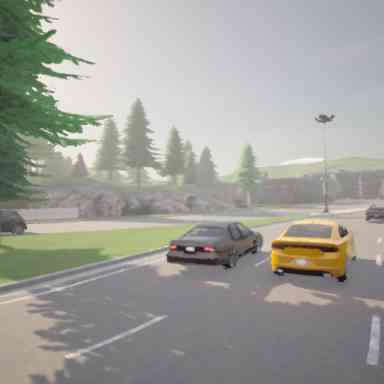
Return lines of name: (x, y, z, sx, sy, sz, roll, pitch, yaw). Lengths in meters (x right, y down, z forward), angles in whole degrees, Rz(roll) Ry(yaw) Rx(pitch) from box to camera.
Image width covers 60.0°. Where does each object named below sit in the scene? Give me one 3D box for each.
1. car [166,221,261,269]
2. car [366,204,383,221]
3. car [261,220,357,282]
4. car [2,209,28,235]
car: (1.083, 1.754, 12.053, 2.033, 1.411, 5.357, -1, -1, 27)
car: (16.569, 1.751, 28.914, 2.128, 1.511, 4.902, -2, -1, 41)
car: (3.967, 1.609, 10.432, 1.882, 1.535, 5.008, -1, -1, 30)
car: (-13.376, 1.964, 21.851, 4.553, 1.767, 2.097, 0, -1, -32)
